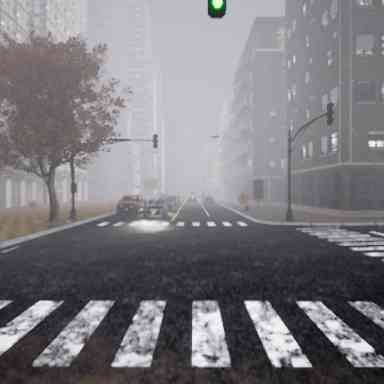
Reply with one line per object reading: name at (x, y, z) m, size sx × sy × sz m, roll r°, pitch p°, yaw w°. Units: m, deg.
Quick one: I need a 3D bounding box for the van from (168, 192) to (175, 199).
van at (-5.642, 1.005, 91.989) m, size 1.690 × 1.788 × 3.998 m, roll 0°, pitch 0°, yaw 0°

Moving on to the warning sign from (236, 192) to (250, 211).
warning sign at (5.087, 0.974, 33.356) m, size 1.300 × 1.860 × 1.060 m, roll 0°, pitch 0°, yaw 0°

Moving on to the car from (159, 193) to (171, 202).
car at (-5.654, 1.042, 69.897) m, size 2.192 × 1.841 × 5.009 m, roll 0°, pitch 0°, yaw 0°

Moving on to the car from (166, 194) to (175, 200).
car at (-5.645, 1.230, 86.467) m, size 2.008 × 1.369 × 4.403 m, roll 0°, pitch 0°, yaw 0°

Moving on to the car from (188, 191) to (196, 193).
car at (0.039, 0.799, 71.007) m, size 2.150 × 2.045 × 5.566 m, roll 0°, pitch 0°, yaw 0°

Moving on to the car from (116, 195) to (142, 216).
car at (-5.675, 1.182, 31.238) m, size 2.192 × 1.841 × 5.009 m, roll 0°, pitch 0°, yaw 0°

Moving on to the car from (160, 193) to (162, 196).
car at (-5.657, 1.311, 64.376) m, size 1.947 × 1.339 × 4.313 m, roll 0°, pitch 0°, yaw 0°

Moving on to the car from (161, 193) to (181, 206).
car at (-3.058, 1.278, 48.371) m, size 1.882 × 1.535 × 5.008 m, roll 0°, pitch 0°, yaw 1°

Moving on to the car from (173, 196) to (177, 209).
car at (-3.077, 1.440, 38.286) m, size 1.895 × 1.301 × 4.718 m, roll 0°, pitch 0°, yaw 0°

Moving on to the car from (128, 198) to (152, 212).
car at (-5.672, 1.411, 36.762) m, size 1.947 × 1.339 × 4.313 m, roll 0°, pitch 0°, yaw 0°

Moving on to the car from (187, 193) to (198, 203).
car at (0.032, 1.305, 60.558) m, size 2.033 × 1.411 × 5.357 m, roll 0°, pitch 0°, yaw 0°

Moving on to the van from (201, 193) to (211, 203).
van at (2.724, 1.086, 64.371) m, size 1.690 × 1.788 × 3.998 m, roll 0°, pitch 0°, yaw 0°

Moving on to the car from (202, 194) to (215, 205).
car at (2.718, 1.349, 53.325) m, size 1.947 × 1.339 × 4.313 m, roll 0°, pitch 0°, yaw 0°

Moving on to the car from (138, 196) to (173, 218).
car at (-3.083, 1.367, 29.049) m, size 2.128 × 1.511 × 4.902 m, roll 0°, pitch 0°, yaw 0°
